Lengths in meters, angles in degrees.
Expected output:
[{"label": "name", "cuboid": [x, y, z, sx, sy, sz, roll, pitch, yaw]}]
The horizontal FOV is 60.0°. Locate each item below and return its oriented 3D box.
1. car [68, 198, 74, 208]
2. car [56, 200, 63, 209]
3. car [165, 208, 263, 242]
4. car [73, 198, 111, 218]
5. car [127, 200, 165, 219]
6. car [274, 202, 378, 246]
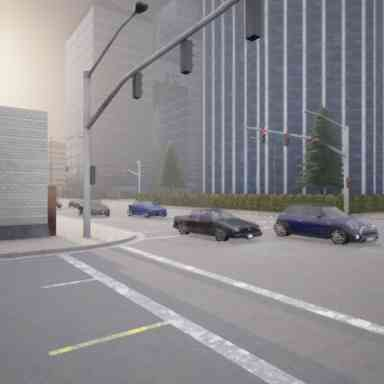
[{"label": "car", "cuboid": [-15.923, 1.576, 46.531, 1.812, 1.442, 4.674, 0, 0, -35]}, {"label": "car", "cuboid": [-19.068, 1.605, 44.920, 2.033, 1.411, 5.357, 0, 0, -36]}, {"label": "car", "cuboid": [1.030, 1.581, 16.838, 2.033, 1.411, 5.357, 0, 0, -36]}, {"label": "car", "cuboid": [-9.162, 1.555, 31.001, 1.837, 1.490, 4.892, 0, 0, -36]}, {"label": "car", "cuboid": [-4.092, 1.527, 29.944, 1.882, 1.535, 5.008, 0, 0, -36]}, {"label": "car", "cuboid": [6.169, 1.374, 15.689, 2.097, 1.767, 4.553, 0, 0, -36]}]
